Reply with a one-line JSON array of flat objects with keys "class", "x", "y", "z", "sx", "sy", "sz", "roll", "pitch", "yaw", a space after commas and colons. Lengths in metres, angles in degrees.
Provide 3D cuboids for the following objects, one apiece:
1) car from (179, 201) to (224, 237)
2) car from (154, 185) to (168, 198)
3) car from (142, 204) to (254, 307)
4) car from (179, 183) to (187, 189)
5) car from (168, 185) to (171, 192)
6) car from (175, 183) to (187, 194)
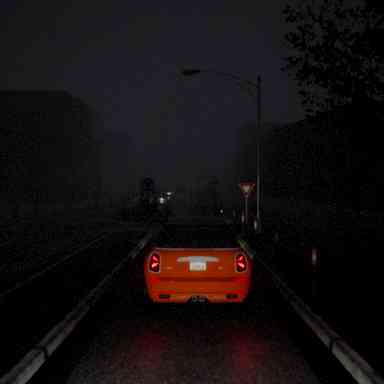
[{"class": "car", "x": 0.688, "y": 1.369, "z": 18.641, "sx": 2.033, "sy": 1.411, "sz": 5.357, "roll": 0, "pitch": 2, "yaw": 7}, {"class": "car", "x": -5.358, "y": -0.049, "z": 51.317, "sx": 2.097, "sy": 1.767, "sz": 4.553, "roll": 0, "pitch": 3, "yaw": 0}, {"class": "car", "x": 0.112, "y": 1.342, "z": 8.097, "sx": 2.097, "sy": 1.767, "sz": 4.553, "roll": 0, "pitch": 0, "yaw": 0}, {"class": "car", "x": -2.348, "y": -1.624, "z": 87.361, "sx": 1.882, "sy": 1.535, "sz": 5.008, "roll": 0, "pitch": 2, "yaw": 0}, {"class": "car", "x": -5.316, "y": -0.712, "z": 67.086, "sx": 1.812, "sy": 1.442, "sz": 4.674, "roll": 0, "pitch": 3, "yaw": 0}, {"class": "car", "x": -2.194, "y": -0.501, "z": 62.844, "sx": 1.837, "sy": 1.490, "sz": 4.892, "roll": 0, "pitch": 3, "yaw": 0}]
